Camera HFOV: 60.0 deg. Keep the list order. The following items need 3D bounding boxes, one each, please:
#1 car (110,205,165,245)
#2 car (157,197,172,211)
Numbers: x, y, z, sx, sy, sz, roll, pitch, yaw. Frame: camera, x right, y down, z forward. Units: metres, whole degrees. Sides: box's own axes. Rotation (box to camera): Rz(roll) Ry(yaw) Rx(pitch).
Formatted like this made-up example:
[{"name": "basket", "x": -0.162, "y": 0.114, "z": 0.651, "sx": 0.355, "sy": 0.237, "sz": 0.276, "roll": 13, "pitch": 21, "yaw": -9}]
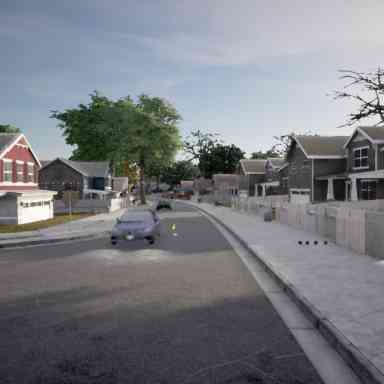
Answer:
[{"name": "car", "x": -2.490, "y": 1.544, "z": 15.603, "sx": 1.812, "sy": 1.442, "sz": 4.674, "roll": 0, "pitch": 0, "yaw": 0}, {"name": "car", "x": -3.459, "y": 1.667, "z": 41.709, "sx": 1.895, "sy": 1.301, "sz": 4.718, "roll": 0, "pitch": 0, "yaw": -4}]
